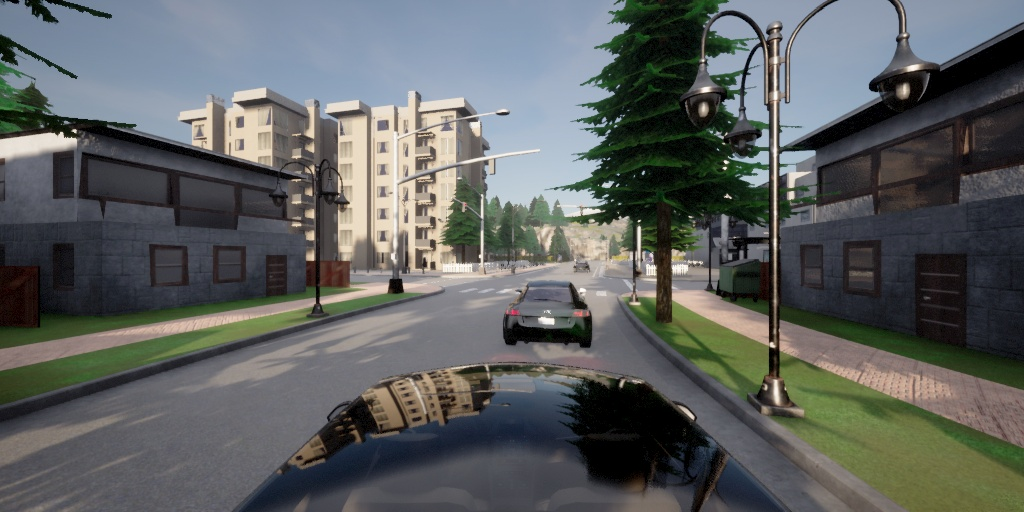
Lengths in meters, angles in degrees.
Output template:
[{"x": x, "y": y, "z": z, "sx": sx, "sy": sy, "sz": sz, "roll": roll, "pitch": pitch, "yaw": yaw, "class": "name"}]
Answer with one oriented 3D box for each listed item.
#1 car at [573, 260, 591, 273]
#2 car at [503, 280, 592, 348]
[{"x": 8.753, "y": 1.276, "z": 44.911, "sx": 2.128, "sy": 1.511, "sz": 4.902, "roll": 0, "pitch": 0, "yaw": 14, "class": "car"}, {"x": 0.999, "y": 1.314, "z": 9.370, "sx": 1.994, "sy": 1.385, "sz": 4.181, "roll": 0, "pitch": 0, "yaw": 8, "class": "car"}]
